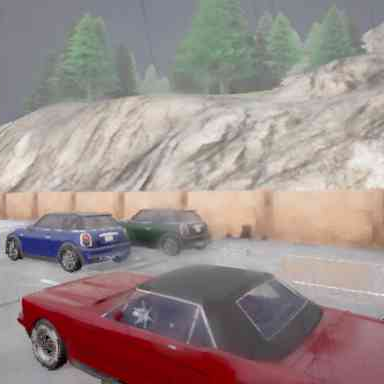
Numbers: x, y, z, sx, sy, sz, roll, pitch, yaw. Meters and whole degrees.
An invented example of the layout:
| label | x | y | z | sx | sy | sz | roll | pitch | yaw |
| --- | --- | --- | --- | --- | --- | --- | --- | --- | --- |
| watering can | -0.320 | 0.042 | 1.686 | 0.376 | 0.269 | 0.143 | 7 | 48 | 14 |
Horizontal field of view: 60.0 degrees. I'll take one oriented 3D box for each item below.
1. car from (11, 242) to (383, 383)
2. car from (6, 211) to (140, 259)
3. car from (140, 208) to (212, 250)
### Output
| label | x | y | z | sx | sy | sz | roll | pitch | yaw |
| --- | --- | --- | --- | --- | --- | --- | --- | --- | --- |
| car | -0.102 | 1.623 | 4.118 | 4.718 | 1.301 | 1.895 | 0 | 0 | 34 |
| car | -4.228 | 1.422 | 11.151 | 4.553 | 1.767 | 2.097 | 0 | 0 | 34 |
| car | -1.512 | 1.427 | 13.532 | 4.553 | 1.767 | 2.097 | 0 | 0 | 34 |
